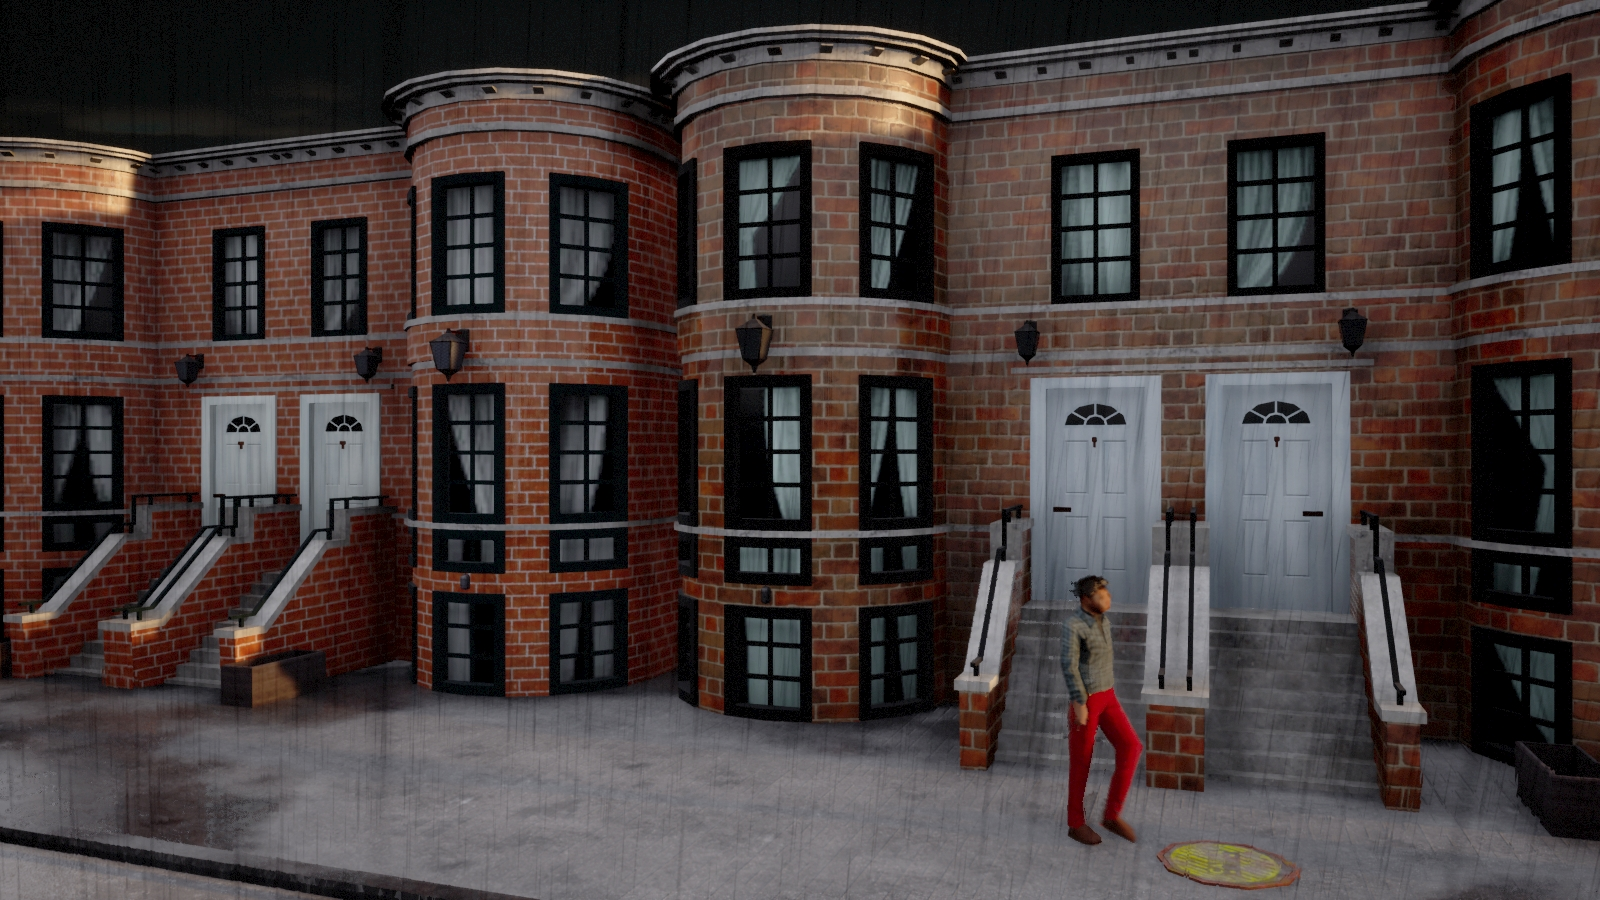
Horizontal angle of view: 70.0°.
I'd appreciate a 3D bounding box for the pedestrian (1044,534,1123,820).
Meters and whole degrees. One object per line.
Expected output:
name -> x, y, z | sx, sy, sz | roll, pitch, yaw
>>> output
pedestrian -> 1.945, 1.526, 7.846 | 0.375, 1.860, 0.375 | 0, 0, -38
